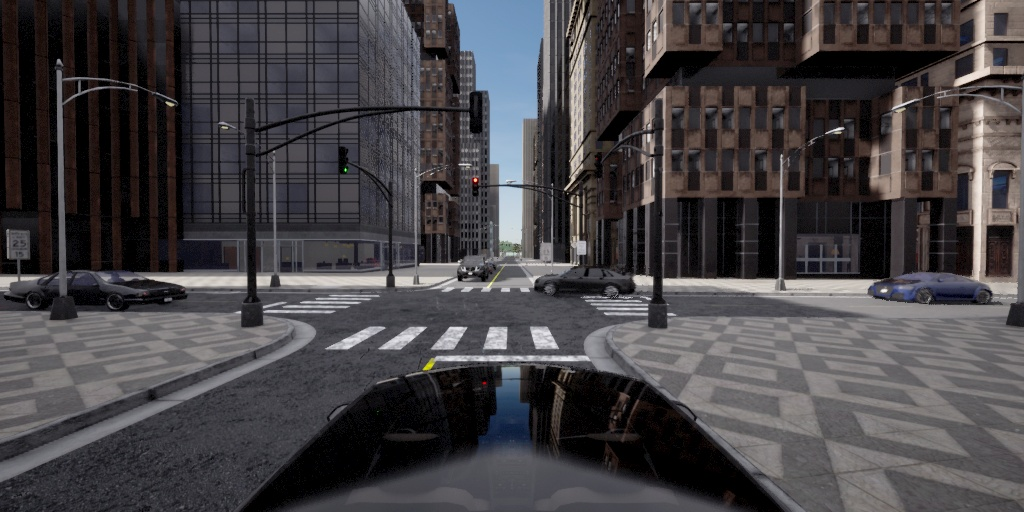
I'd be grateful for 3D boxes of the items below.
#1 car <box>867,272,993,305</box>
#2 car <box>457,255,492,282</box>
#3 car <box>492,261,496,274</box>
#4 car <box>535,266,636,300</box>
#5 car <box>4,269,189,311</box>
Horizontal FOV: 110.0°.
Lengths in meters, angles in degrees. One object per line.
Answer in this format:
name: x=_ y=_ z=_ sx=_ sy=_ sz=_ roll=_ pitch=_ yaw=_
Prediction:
car: x=19.242 y=1.441 z=16.620 sx=4.181 sy=1.385 sz=1.994 roll=0 pitch=1 yaw=0
car: x=-3.112 y=0.958 z=29.570 sx=2.150 sy=2.045 sz=5.566 roll=0 pitch=0 yaw=0
car: x=-3.109 y=1.291 z=39.596 sx=1.994 sy=1.385 sz=4.181 roll=0 pitch=0 yaw=0
car: x=3.567 y=1.251 z=17.840 sx=4.892 sy=1.490 sz=1.837 roll=1 pitch=2 yaw=18
car: x=-15.372 y=1.203 z=13.377 sx=5.357 sy=1.411 sz=2.033 roll=1 pitch=1 yaw=2
